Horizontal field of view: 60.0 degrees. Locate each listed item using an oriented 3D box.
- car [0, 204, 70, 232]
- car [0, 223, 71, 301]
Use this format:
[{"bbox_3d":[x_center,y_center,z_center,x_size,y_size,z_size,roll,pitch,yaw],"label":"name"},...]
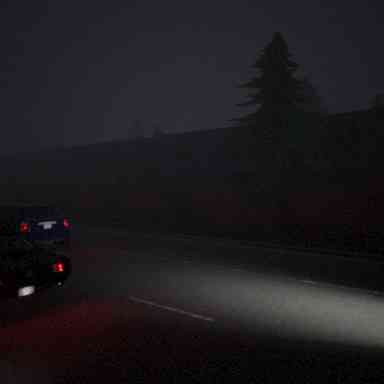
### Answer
[{"bbox_3d":[-6.946,1.251,13.259,4.553,1.767,2.097,1,0,36],"label":"car"},{"bbox_3d":[-4.890,1.538,7.487,4.718,1.301,1.895,1,0,36],"label":"car"}]
